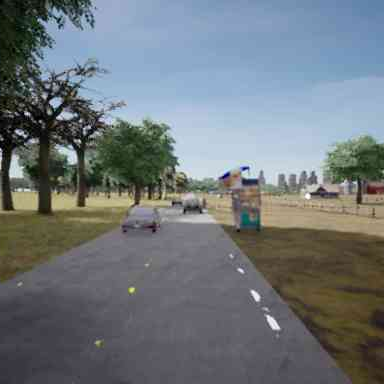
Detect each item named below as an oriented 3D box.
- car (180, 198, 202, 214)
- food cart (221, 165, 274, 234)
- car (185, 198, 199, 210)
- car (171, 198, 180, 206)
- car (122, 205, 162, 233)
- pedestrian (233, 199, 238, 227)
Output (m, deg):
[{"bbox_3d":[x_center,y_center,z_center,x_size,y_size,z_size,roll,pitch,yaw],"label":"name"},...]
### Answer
[{"bbox_3d":[0.072,1.436,37.239,2.097,1.767,4.553,0,0,0],"label":"car"},{"bbox_3d":[3.097,0.459,19.687,2.280,3.560,4.660,-1,-1,0],"label":"food cart"},{"bbox_3d":[0.027,1.663,47.868,1.837,1.490,4.892,0,0,0],"label":"car"},{"bbox_3d":[-2.768,1.760,61.630,1.882,1.535,5.008,0,-1,1],"label":"car"},{"bbox_3d":[-2.844,1.519,19.615,1.812,1.442,4.674,0,0,0],"label":"car"},{"bbox_3d":[2.829,1.324,21.278,0.375,1.860,0.375,1,-2,-15],"label":"pedestrian"}]
